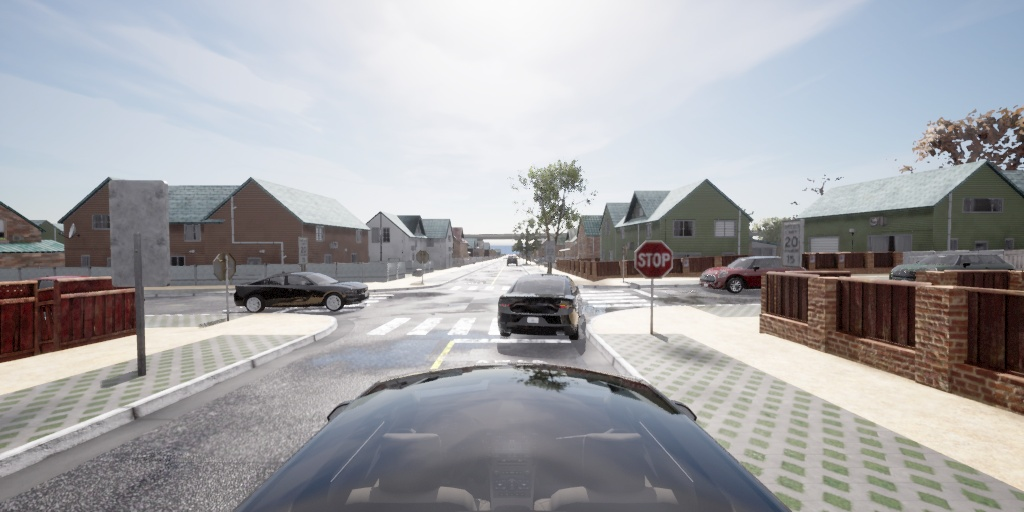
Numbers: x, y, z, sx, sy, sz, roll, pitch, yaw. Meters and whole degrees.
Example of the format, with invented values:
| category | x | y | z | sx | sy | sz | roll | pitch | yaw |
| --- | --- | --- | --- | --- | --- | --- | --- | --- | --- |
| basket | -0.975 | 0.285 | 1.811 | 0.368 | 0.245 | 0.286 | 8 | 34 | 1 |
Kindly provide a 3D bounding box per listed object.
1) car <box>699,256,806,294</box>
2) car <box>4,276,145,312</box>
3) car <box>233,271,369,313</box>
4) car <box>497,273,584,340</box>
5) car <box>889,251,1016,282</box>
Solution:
| category | x | y | z | sx | sy | sz | roll | pitch | yaw |
| --- | --- | --- | --- | --- | --- | --- | --- | --- | --- |
| car | 11.816 | 0.820 | 17.718 | 4.553 | 1.767 | 2.097 | -1 | 2 | 0 |
| car | -18.014 | 1.547 | 14.589 | 5.008 | 1.535 | 1.882 | -1 | 2 | 0 |
| car | -8.461 | 1.377 | 14.646 | 5.008 | 1.535 | 1.882 | -1 | 2 | 0 |
| car | 0.962 | 1.224 | 10.114 | 1.882 | 1.535 | 5.008 | 0 | 0 | 12 |
| car | 21.711 | 0.646 | 17.783 | 4.553 | 1.767 | 2.097 | -1 | 2 | 0 |
